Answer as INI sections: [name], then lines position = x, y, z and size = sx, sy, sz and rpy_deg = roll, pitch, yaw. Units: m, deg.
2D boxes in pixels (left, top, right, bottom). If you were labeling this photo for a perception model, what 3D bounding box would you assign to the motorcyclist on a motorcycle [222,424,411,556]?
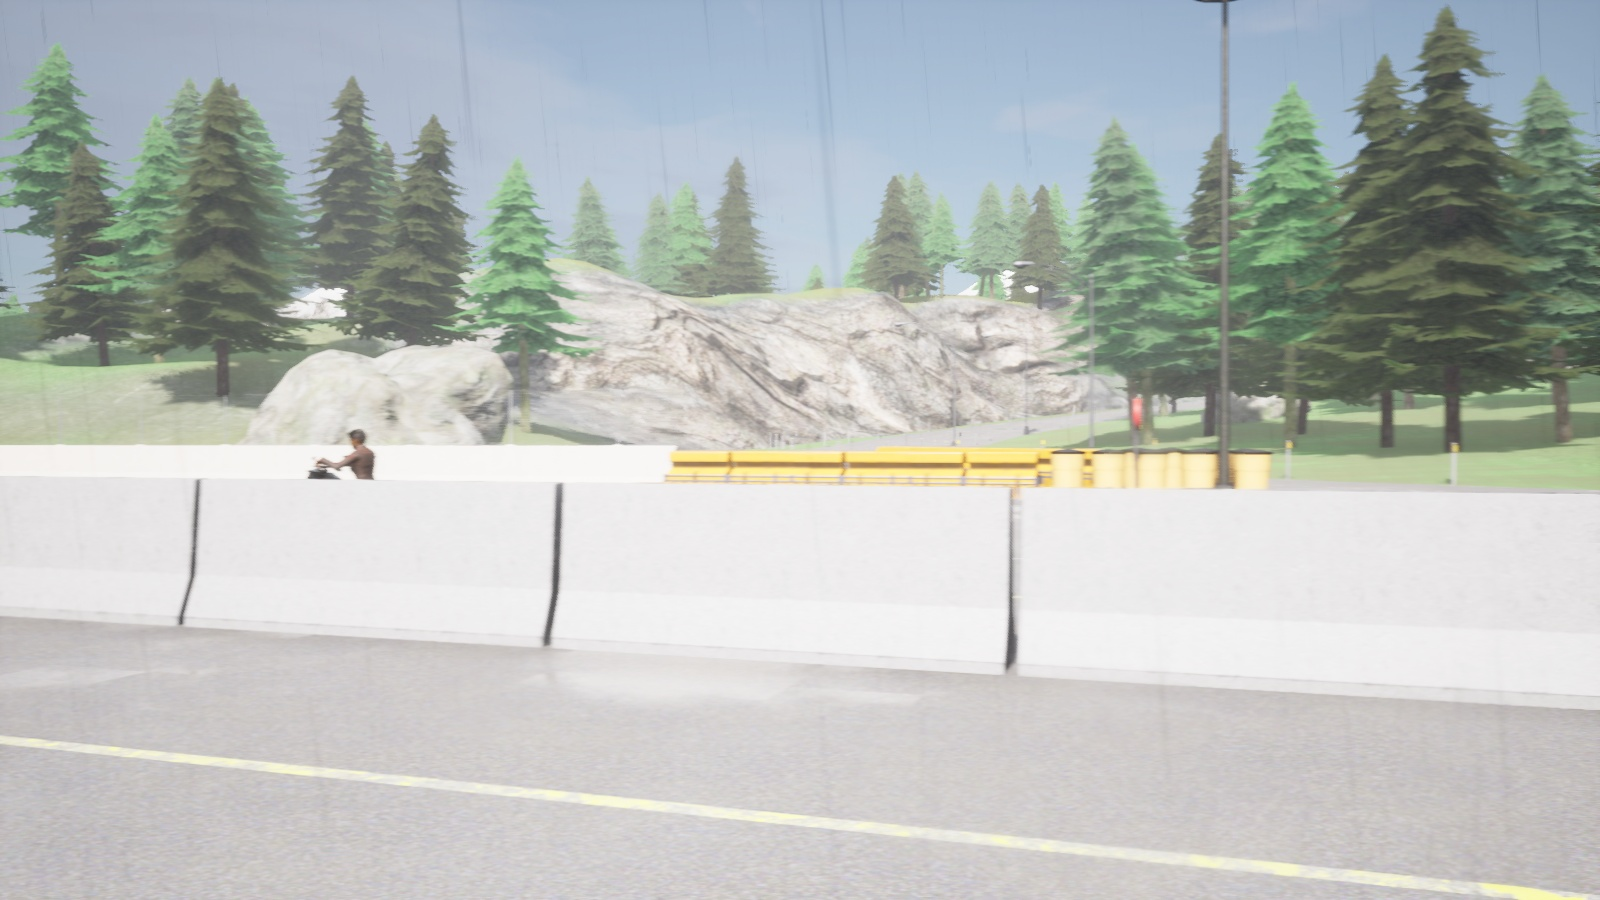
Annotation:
[motorcyclist on a motorcycle]
position = -6.314, 0.490, 16.394
size = 2.350, 1.649, 0.766
rpy_deg = 0, 1, 19
